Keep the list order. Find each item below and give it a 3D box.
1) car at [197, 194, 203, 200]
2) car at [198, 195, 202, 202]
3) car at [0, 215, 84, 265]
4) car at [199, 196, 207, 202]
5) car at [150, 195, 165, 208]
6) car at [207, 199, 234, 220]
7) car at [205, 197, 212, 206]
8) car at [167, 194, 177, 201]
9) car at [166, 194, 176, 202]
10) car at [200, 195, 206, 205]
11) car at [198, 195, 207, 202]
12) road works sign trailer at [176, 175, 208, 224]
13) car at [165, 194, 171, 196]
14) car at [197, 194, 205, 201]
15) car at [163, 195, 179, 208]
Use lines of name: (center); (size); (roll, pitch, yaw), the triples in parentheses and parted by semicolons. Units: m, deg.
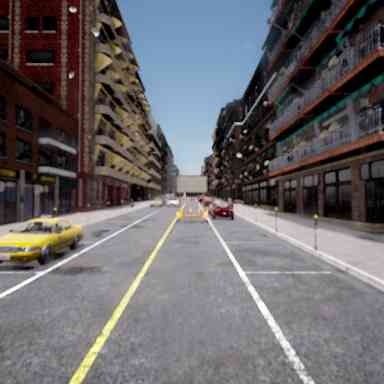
car: (2.570, 1.671, 72.772); (1.887, 1.381, 4.507); (1, 0, 0)
car: (2.573, 1.625, 56.180); (2.008, 1.369, 4.403); (1, 0, 0)
car: (-5.296, 1.527, 11.833); (1.752, 1.417, 4.829); (2, 0, 0)
car: (2.569, 1.692, 78.302); (1.887, 1.381, 4.507); (1, 0, 0)
car: (-5.305, 1.586, 50.540); (1.752, 1.417, 4.829); (2, 0, 0)
car: (2.579, 1.561, 28.526); (1.887, 1.381, 4.507); (1, 0, 0)
car: (2.579, 1.550, 34.228); (1.752, 1.417, 4.829); (1, 0, 0)
car: (-5.308, 1.510, 89.423); (2.192, 1.841, 5.009); (1, 0, 0)
car: (-5.307, 1.486, 83.894); (2.192, 1.841, 5.009); (1, 0, 0)
car: (2.574, 1.605, 50.649); (1.887, 1.381, 4.507); (1, 0, 0)
car: (2.577, 1.611, 83.834); (1.967, 1.590, 4.097); (1, 0, 0)
road works sign trailer: (-0.006, 0.476, 25.192); (2.380, 3.560, 2.880); (0, 0, 0)
car: (-5.301, 1.390, 56.242); (2.192, 1.841, 5.009); (2, 0, 0)
car: (2.536, 1.534, 94.897); (2.192, 1.841, 5.009); (1, 0, 0)
car: (-2.841, 1.585, 50.141); (1.812, 1.442, 4.674); (0, 0, 0)
